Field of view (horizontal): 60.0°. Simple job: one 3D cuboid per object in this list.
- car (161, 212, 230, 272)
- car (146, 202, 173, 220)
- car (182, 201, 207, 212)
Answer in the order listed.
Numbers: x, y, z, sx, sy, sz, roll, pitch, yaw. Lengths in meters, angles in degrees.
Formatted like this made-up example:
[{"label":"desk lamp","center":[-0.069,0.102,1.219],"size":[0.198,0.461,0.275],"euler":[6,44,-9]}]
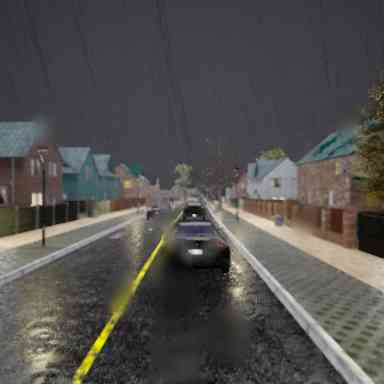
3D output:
[{"label":"car","center":[0.104,1.574,10.859],"size":[1.994,1.385,4.181],"euler":[0,0,0]},{"label":"car","center":[-2.650,1.539,28.032],"size":[1.994,1.385,4.181],"euler":[0,0,1]},{"label":"car","center":[0.212,1.575,28.304],"size":[1.837,1.490,4.892],"euler":[0,0,1]}]
